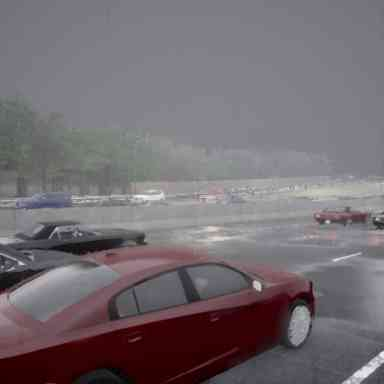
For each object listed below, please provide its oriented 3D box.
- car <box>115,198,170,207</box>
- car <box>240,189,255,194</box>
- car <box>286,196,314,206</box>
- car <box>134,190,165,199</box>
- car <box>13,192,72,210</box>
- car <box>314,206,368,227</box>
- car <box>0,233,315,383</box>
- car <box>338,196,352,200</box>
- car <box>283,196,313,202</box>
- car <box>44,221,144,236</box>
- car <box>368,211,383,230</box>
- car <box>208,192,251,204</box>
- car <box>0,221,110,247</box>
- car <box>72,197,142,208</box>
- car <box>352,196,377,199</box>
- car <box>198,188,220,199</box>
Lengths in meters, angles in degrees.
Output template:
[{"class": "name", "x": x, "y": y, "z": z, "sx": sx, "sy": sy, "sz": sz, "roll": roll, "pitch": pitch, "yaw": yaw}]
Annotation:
[{"class": "car", "x": -3.090, "y": 1.437, "z": 25.070, "sx": 4.674, "sy": 1.442, "sz": 1.812, "roll": 0, "pitch": 0, "yaw": -40}, {"class": "car", "x": 12.313, "y": -0.030, "z": 74.448, "sx": 2.033, "sy": 1.411, "sz": 5.357, "roll": 1, "pitch": 3, "yaw": 36}, {"class": "car", "x": 16.732, "y": 1.340, "z": 51.222, "sx": 4.892, "sy": 1.490, "sz": 1.837, "roll": 0, "pitch": 1, "yaw": -40}, {"class": "car", "x": -5.983, "y": 0.813, "z": 46.369, "sx": 2.150, "sy": 2.045, "sz": 5.566, "roll": 1, "pitch": 1, "yaw": 30}, {"class": "car", "x": -14.324, "y": 1.067, "z": 32.393, "sx": 2.150, "sy": 2.045, "sz": 5.566, "roll": 1, "pitch": 0, "yaw": 34}, {"class": "car", "x": 10.240, "y": 1.573, "z": 22.371, "sx": 4.718, "sy": 1.301, "sz": 1.895, "roll": 0, "pitch": 0, "yaw": -40}, {"class": "car", "x": -0.304, "y": 1.462, "z": 4.350, "sx": 5.008, "sy": 1.535, "sz": 1.882, "roll": 0, "pitch": 0, "yaw": -40}, {"class": "car", "x": 28.866, "y": 1.338, "z": 61.608, "sx": 4.718, "sy": 1.301, "sz": 1.895, "roll": 0, "pitch": 1, "yaw": -41}, {"class": "car", "x": 11.371, "y": 1.452, "z": 37.405, "sx": 4.674, "sy": 1.442, "sz": 1.812, "roll": 0, "pitch": 0, "yaw": -41}, {"class": "car", "x": -3.766, "y": 1.553, "z": 10.462, "sx": 4.718, "sy": 1.301, "sz": 1.895, "roll": 0, "pitch": 0, "yaw": -40}, {"class": "car", "x": 12.636, "y": 1.590, "z": 19.815, "sx": 4.718, "sy": 1.301, "sz": 1.895, "roll": 0, "pitch": 0, "yaw": -40}, {"class": "car", "x": 4.605, "y": 1.245, "z": 40.831, "sx": 4.553, "sy": 1.767, "sz": 2.097, "roll": 0, "pitch": 0, "yaw": -40}, {"class": "car", "x": -4.107, "y": 1.470, "z": 5.586, "sx": 4.892, "sy": 1.490, "sz": 1.837, "roll": 0, "pitch": 0, "yaw": -40}, {"class": "car", "x": -7.679, "y": 1.419, "z": 30.340, "sx": 5.357, "sy": 1.411, "sz": 2.033, "roll": 0, "pitch": 0, "yaw": -40}, {"class": "car", "x": 26.701, "y": 1.333, "z": 50.532, "sx": 4.892, "sy": 1.490, "sz": 1.837, "roll": 0, "pitch": 0, "yaw": -40}, {"class": "car", "x": 3.288, "y": 0.320, "z": 61.348, "sx": 2.150, "sy": 2.045, "sz": 5.566, "roll": 1, "pitch": 2, "yaw": 34}]
